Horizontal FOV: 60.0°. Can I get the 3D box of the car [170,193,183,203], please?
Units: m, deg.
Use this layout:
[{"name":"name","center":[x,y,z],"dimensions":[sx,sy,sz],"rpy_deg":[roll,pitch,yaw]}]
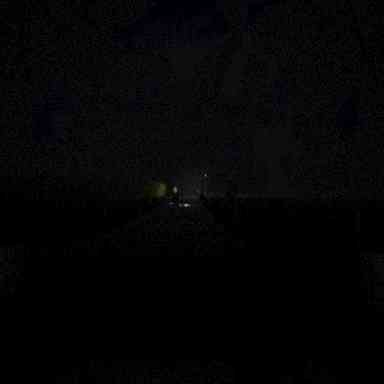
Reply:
[{"name":"car","center":[-2.747,0.919,58.370],"dimensions":[2.097,1.767,4.553],"rpy_deg":[0,1,0]}]
